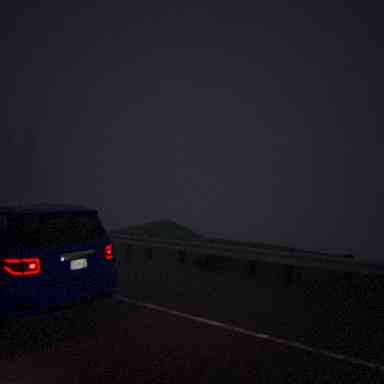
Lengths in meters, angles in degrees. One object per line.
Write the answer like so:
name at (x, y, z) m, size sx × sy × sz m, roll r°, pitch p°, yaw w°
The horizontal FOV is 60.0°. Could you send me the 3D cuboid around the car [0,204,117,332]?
car at (-3.976, 1.284, 7.025) m, size 5.566 × 2.045 × 2.150 m, roll -1°, pitch 0°, yaw 37°
